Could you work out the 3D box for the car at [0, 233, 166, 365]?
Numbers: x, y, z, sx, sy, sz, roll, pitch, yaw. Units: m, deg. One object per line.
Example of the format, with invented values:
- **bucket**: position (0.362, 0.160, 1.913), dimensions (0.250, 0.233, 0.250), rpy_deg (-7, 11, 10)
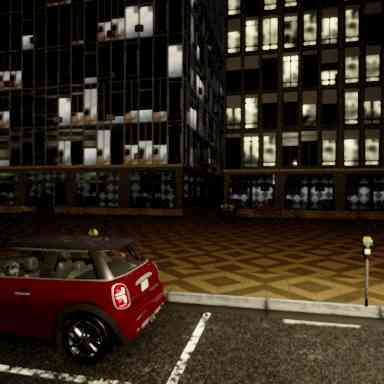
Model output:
- **car**: position (-2.609, 1.440, 5.504), dimensions (4.097, 1.590, 1.967), rpy_deg (0, 0, 13)
